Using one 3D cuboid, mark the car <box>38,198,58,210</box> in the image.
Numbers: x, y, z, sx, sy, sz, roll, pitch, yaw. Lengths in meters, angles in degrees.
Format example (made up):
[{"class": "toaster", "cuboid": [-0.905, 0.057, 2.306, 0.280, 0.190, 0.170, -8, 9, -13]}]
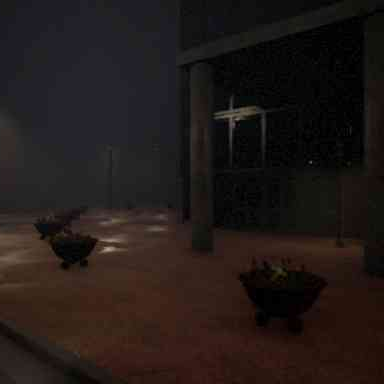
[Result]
[{"class": "car", "cuboid": [-19.580, 1.577, 45.353, 2.128, 1.511, 4.902, 0, 0, -14]}]
